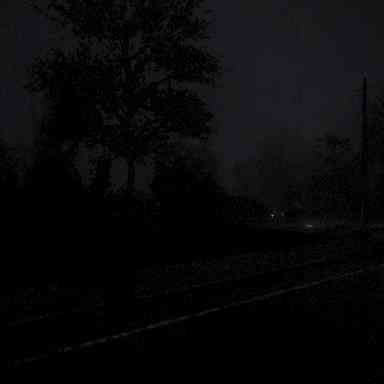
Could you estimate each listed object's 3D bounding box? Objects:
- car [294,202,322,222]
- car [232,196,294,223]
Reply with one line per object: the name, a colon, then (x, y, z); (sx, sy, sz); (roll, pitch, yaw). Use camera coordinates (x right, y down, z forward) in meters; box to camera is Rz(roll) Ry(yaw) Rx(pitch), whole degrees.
car: (8.414, 1.578, 28.000); (1.882, 1.535, 5.008); (0, -1, -39)
car: (4.954, 1.338, 26.741); (2.150, 2.045, 5.566); (0, -1, -40)
